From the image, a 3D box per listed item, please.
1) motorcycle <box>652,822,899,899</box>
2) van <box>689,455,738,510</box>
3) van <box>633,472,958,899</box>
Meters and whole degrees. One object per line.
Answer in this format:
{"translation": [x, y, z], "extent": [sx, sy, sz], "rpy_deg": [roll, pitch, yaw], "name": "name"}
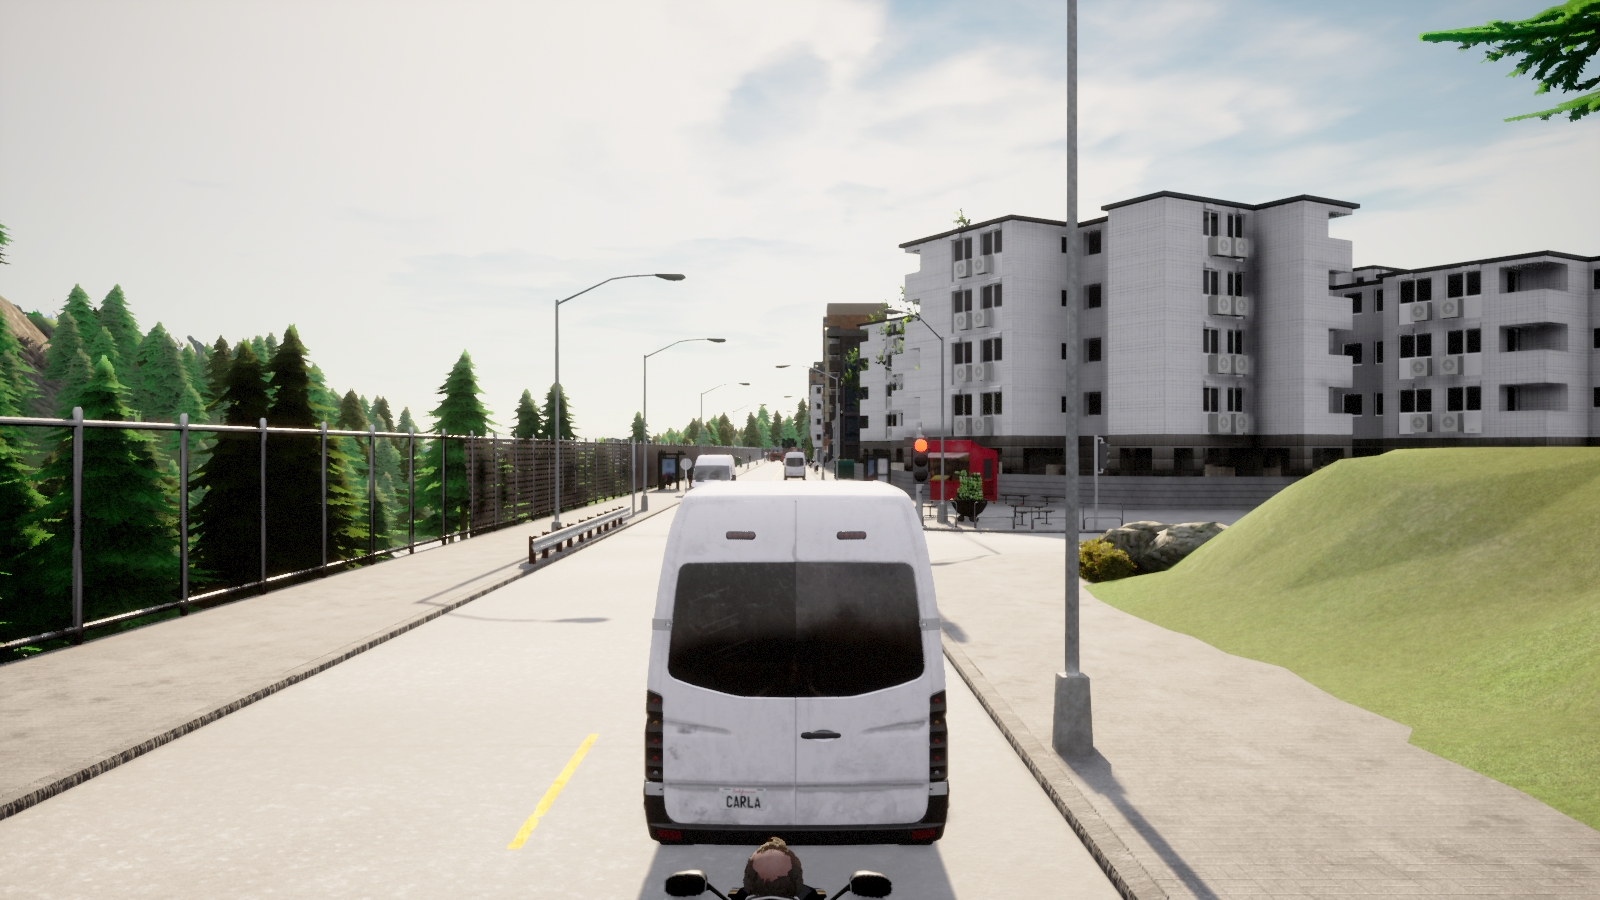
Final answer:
{"translation": [-0.090, 2.205, 3.746], "extent": [0.867, 1.251, 2.209], "rpy_deg": [0, 0, 1], "name": "motorcycle"}
{"translation": [-4.246, 1.534, 56.676], "extent": [1.988, 2.561, 5.915], "rpy_deg": [0, 0, 0], "name": "van"}
{"translation": [-0.034, 1.534, 9.946], "extent": [1.988, 2.561, 5.915], "rpy_deg": [0, 0, 0], "name": "van"}
